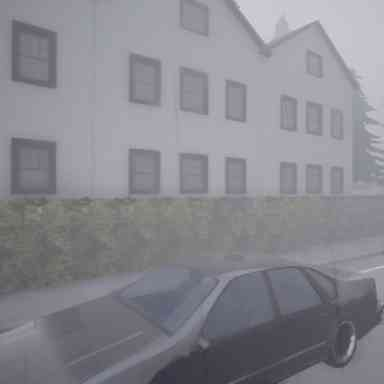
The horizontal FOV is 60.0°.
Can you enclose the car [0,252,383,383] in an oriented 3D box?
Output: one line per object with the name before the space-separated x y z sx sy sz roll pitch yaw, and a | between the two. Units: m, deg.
car | 0.378 1.559 4.250 5.357 1.411 2.033 0 0 -35
